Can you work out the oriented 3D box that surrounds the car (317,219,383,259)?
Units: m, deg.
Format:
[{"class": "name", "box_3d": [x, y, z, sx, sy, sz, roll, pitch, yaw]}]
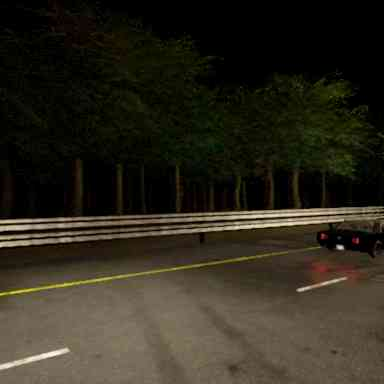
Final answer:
[{"class": "car", "box_3d": [7.154, 1.729, 13.258, 4.718, 1.301, 1.895, 1, 0, -35]}]
